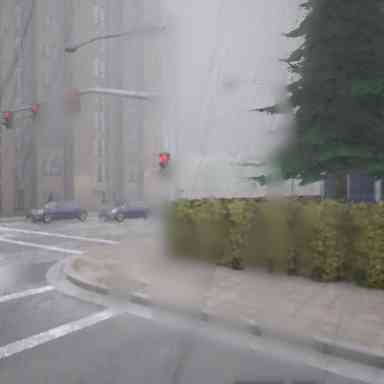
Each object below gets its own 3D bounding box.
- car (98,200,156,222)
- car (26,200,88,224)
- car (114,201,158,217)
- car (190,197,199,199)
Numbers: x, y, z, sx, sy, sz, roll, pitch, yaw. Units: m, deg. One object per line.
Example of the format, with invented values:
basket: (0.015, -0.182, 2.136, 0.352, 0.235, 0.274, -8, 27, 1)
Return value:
car: (-5.472, 1.446, 27.320, 2.097, 1.767, 4.553, 0, 0, 36)
car: (-10.591, 1.462, 26.259, 2.097, 1.767, 4.553, 0, 0, 37)
car: (-5.504, 1.674, 33.216, 1.994, 1.385, 4.181, 0, 0, 36)
car: (-0.010, 1.462, 40.711, 2.097, 1.767, 4.553, 0, 0, 36)
